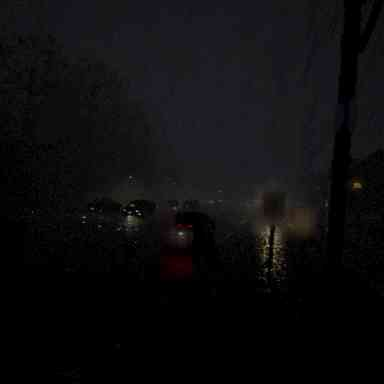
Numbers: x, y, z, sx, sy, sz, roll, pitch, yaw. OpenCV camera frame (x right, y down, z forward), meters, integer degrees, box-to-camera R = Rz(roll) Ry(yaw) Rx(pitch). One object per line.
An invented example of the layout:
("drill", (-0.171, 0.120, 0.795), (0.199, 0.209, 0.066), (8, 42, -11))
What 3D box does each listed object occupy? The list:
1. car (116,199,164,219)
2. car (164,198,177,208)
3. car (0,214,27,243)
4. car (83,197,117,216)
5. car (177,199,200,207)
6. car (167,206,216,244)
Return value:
("car", (-4.303, 1.394, 28.258), (1.837, 1.490, 4.892), (5, 0, 13))
("car", (-3.224, 1.534, 47.046), (1.994, 1.385, 4.181), (5, 0, 13))
("car", (-8.151, 1.222, 11.552), (1.895, 1.301, 4.718), (5, 0, 13))
("car", (-7.548, 1.188, 28.624), (1.994, 1.385, 4.181), (5, 0, 13))
("car", (-0.061, 1.720, 46.318), (2.128, 1.511, 4.902), (5, 0, 13))
("car", (0.076, 1.785, 17.955), (1.837, 1.490, 4.892), (5, 0, 13))
